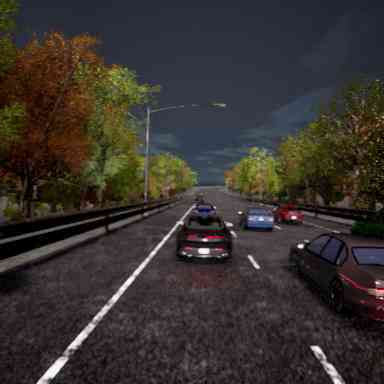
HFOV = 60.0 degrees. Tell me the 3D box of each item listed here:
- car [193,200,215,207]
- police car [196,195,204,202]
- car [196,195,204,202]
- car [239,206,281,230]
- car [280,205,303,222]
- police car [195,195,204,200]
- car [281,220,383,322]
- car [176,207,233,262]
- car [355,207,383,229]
[{"bbox_3d":[1.040,1.652,27.941,1.994,1.385,4.181,2,0,2],"label":"car"},{"bbox_3d":[2.246,1.676,90.674,1.930,1.638,5.238,2,0,2],"label":"police car"},{"bbox_3d":[2.024,1.688,84.754,1.801,1.575,5.366,2,0,2],"label":"car"},{"bbox_3d":[4.331,1.732,22.795,2.033,1.411,5.357,2,0,3],"label":"car"},{"bbox_3d":[8.057,1.841,28.266,1.812,1.442,4.674,2,0,2],"label":"car"},{"bbox_3d":[1.650,1.625,74.679,1.930,1.638,5.238,2,0,2],"label":"police car"},{"bbox_3d":[3.771,1.684,7.776,2.033,1.411,5.357,2,0,3],"label":"car"},{"bbox_3d":[0.463,1.544,12.439,1.837,1.490,4.892,2,0,2],"label":"car"},{"bbox_3d":[7.429,1.481,11.275,2.150,2.045,5.566,2,0,2],"label":"car"}]
